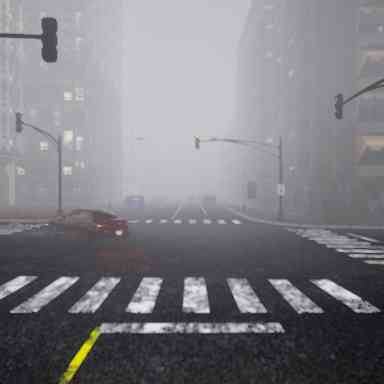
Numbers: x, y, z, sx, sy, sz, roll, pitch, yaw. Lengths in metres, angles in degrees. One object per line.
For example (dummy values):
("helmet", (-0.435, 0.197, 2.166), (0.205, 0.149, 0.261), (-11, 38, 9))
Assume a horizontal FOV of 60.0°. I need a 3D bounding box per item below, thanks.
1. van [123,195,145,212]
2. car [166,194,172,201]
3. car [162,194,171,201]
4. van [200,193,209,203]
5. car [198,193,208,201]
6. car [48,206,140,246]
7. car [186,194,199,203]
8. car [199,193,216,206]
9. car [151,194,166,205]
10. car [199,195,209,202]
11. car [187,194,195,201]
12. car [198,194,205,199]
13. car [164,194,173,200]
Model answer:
("van", (-5.790, 1.238, 33.425), (1.690, 1.788, 3.998), (0, 0, 0))
("car", (-5.906, 1.235, 72.281), (1.967, 1.590, 4.097), (0, 0, 0))
("car", (-5.922, 1.307, 77.662), (1.752, 1.417, 4.829), (0, 0, 0))
("van", (2.490, 1.150, 66.756), (1.690, 1.788, 3.998), (0, 0, 0))
("car", (2.457, 1.097, 77.857), (2.192, 1.841, 5.009), (0, 0, 0))
("car", (-4.638, 1.420, 14.853), (4.674, 1.442, 1.812), (1, 0, 42))
("car", (-0.183, 1.419, 62.968), (1.895, 1.301, 4.718), (0, 0, 0))
("car", (2.540, 1.167, 50.104), (2.192, 1.841, 5.009), (0, 0, 0))
("car", (-5.856, 1.363, 55.459), (1.752, 1.417, 4.829), (0, 0, 0))
("car", (2.475, 1.346, 72.307), (2.008, 1.369, 4.403), (0, 0, 0))
("car", (-0.215, 1.143, 72.943), (1.837, 1.490, 4.892), (0, 0, 0))
("car", (2.724, 1.253, 93.023), (1.837, 1.490, 4.892), (0, 0, 0))
("car", (-5.939, 1.320, 83.384), (2.008, 1.369, 4.403), (0, 0, 0))
